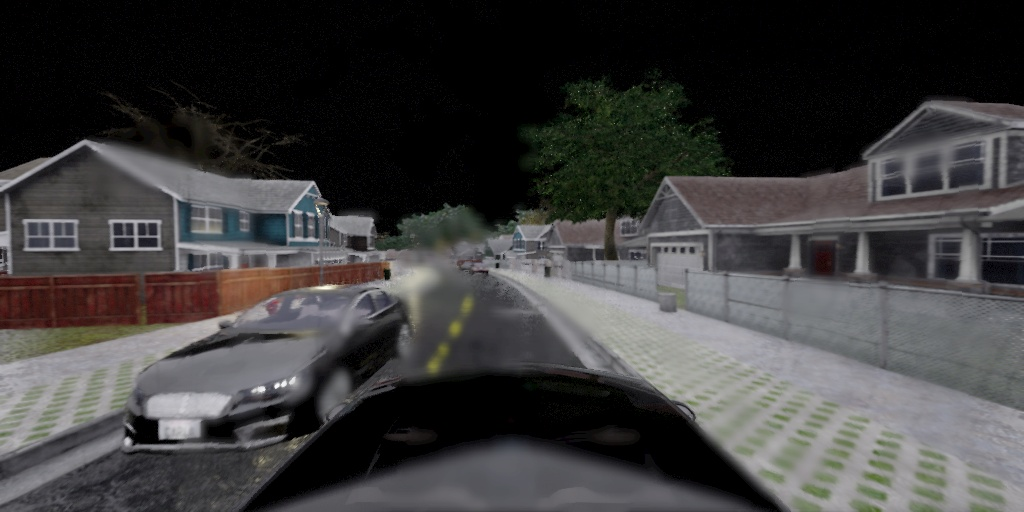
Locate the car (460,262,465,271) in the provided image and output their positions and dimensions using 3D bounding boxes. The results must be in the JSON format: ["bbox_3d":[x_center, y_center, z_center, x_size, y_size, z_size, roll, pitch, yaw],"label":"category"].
[{"bbox_3d":[-6.260,1.443,51.067,1.994,1.385,4.181,-1,0,-14],"label":"car"}]

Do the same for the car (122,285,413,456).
[{"bbox_3d":[-2.937,1.249,5.575,2.128,1.511,4.902,0,0,-1],"label":"car"}]

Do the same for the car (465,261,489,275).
[{"bbox_3d":[-3.706,1.354,39.653,2.033,1.411,5.357,0,0,-12],"label":"car"}]
